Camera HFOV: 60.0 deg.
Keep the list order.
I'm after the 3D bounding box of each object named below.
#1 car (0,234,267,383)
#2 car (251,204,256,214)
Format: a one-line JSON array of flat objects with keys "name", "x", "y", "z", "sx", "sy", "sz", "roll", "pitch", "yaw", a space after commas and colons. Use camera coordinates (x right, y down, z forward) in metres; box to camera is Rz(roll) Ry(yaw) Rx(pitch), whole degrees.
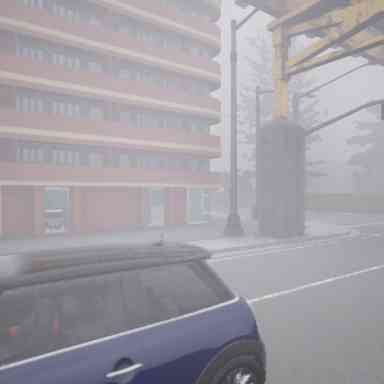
[{"name": "car", "x": -1.497, "y": 1.352, "z": 2.904, "sx": 4.553, "sy": 1.767, "sz": 2.097, "roll": 0, "pitch": 0, "yaw": -35}, {"name": "car", "x": 7.367, "y": 1.478, "z": 29.208, "sx": 1.882, "sy": 1.535, "sz": 5.008, "roll": 0, "pitch": 0, "yaw": -35}]
